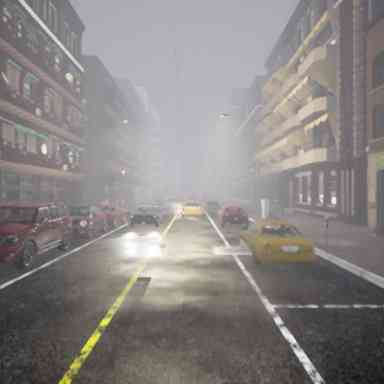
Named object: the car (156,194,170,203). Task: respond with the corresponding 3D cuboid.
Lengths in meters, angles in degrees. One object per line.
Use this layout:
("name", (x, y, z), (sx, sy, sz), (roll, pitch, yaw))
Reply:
("car", (-5.668, 1.520, 61.994), (2.008, 1.369, 4.403), (0, 0, 0))

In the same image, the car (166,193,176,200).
("car", (-5.658, 1.268, 90.176), (2.192, 1.841, 5.009), (0, 0, 0))

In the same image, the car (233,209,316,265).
("car", (2.696, 1.521, 11.432), (1.752, 1.417, 4.829), (0, 0, 0))

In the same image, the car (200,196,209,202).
("car", (2.716, 1.529, 73.260), (1.947, 1.339, 4.313), (0, 0, 0))

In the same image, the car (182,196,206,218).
("car", (0.011, 1.467, 30.143), (1.801, 1.575, 5.366), (0, 0, 0))

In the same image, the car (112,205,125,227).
("car", (-5.681, 1.535, 22.541), (1.887, 1.381, 4.507), (0, 0, 0))

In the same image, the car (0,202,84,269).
("car", (-5.684, 1.310, 11.268), (2.192, 1.841, 5.009), (0, 0, 0))

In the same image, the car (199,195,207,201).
("car", (2.720, 1.539, 84.532), (1.802, 1.307, 4.206), (0, 0, 0))

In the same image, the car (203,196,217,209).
("car", (2.707, 1.531, 45.078), (2.008, 1.369, 4.403), (0, 0, 0))

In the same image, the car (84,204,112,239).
("car", (-5.683, 1.433, 16.904), (1.967, 1.590, 4.097), (0, 0, 0))

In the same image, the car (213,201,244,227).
("car", (2.699, 1.535, 22.534), (1.887, 1.381, 4.507), (0, 0, 0))

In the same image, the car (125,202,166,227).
("car", (-2.993, 1.598, 22.695), (1.895, 1.301, 4.718), (0, 0, 0))

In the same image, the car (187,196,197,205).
("car", (0.020, 1.477, 60.758), (1.837, 1.490, 4.892), (0, 0, 0))

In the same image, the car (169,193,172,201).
("car", (-5.667, 1.517, 67.631), (2.008, 1.369, 4.403), (0, 0, 0))

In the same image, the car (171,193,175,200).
("car", (-5.662, 1.504, 78.903), (1.887, 1.381, 4.507), (0, 0, 0))
